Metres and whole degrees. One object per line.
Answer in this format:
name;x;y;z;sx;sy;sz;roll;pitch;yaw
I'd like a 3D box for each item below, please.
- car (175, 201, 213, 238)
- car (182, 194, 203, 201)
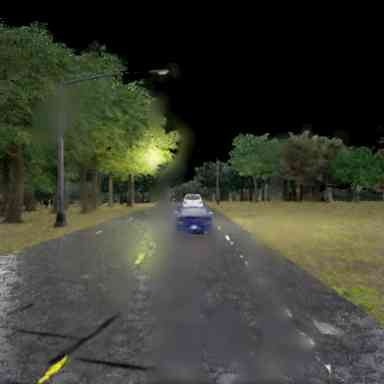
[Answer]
car;0.099;1.489;17.941;1.882;1.535;5.008;0;0;0
car;0.097;1.299;38.174;2.150;2.045;5.566;0;0;0
